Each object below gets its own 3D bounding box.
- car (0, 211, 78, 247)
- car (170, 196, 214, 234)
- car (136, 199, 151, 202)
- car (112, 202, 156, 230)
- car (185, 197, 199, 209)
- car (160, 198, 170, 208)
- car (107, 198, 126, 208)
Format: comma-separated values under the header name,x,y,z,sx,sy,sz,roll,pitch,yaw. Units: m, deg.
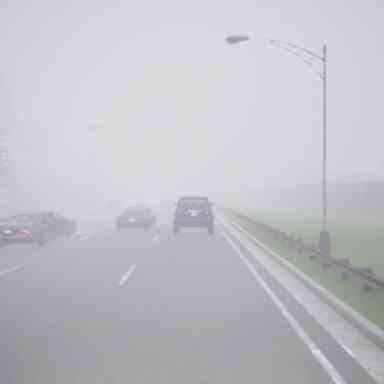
name,x,y,z,sx,sy,sz,roll,pitch,yaw
car,-6.907,1.545,15.033,2.033,1.411,5.357,0,0,0
car,0.092,1.218,19.533,2.150,2.045,5.566,0,0,0
car,-7.022,1.592,48.008,1.895,1.301,4.718,0,0,0
car,-3.409,1.560,20.891,1.994,1.385,4.181,0,0,0
car,-0.020,1.498,47.856,1.837,1.490,4.892,0,0,0
car,-3.515,1.556,47.906,1.994,1.385,4.181,0,0,0
car,-10.522,1.539,46.726,2.033,1.411,5.357,0,0,0
